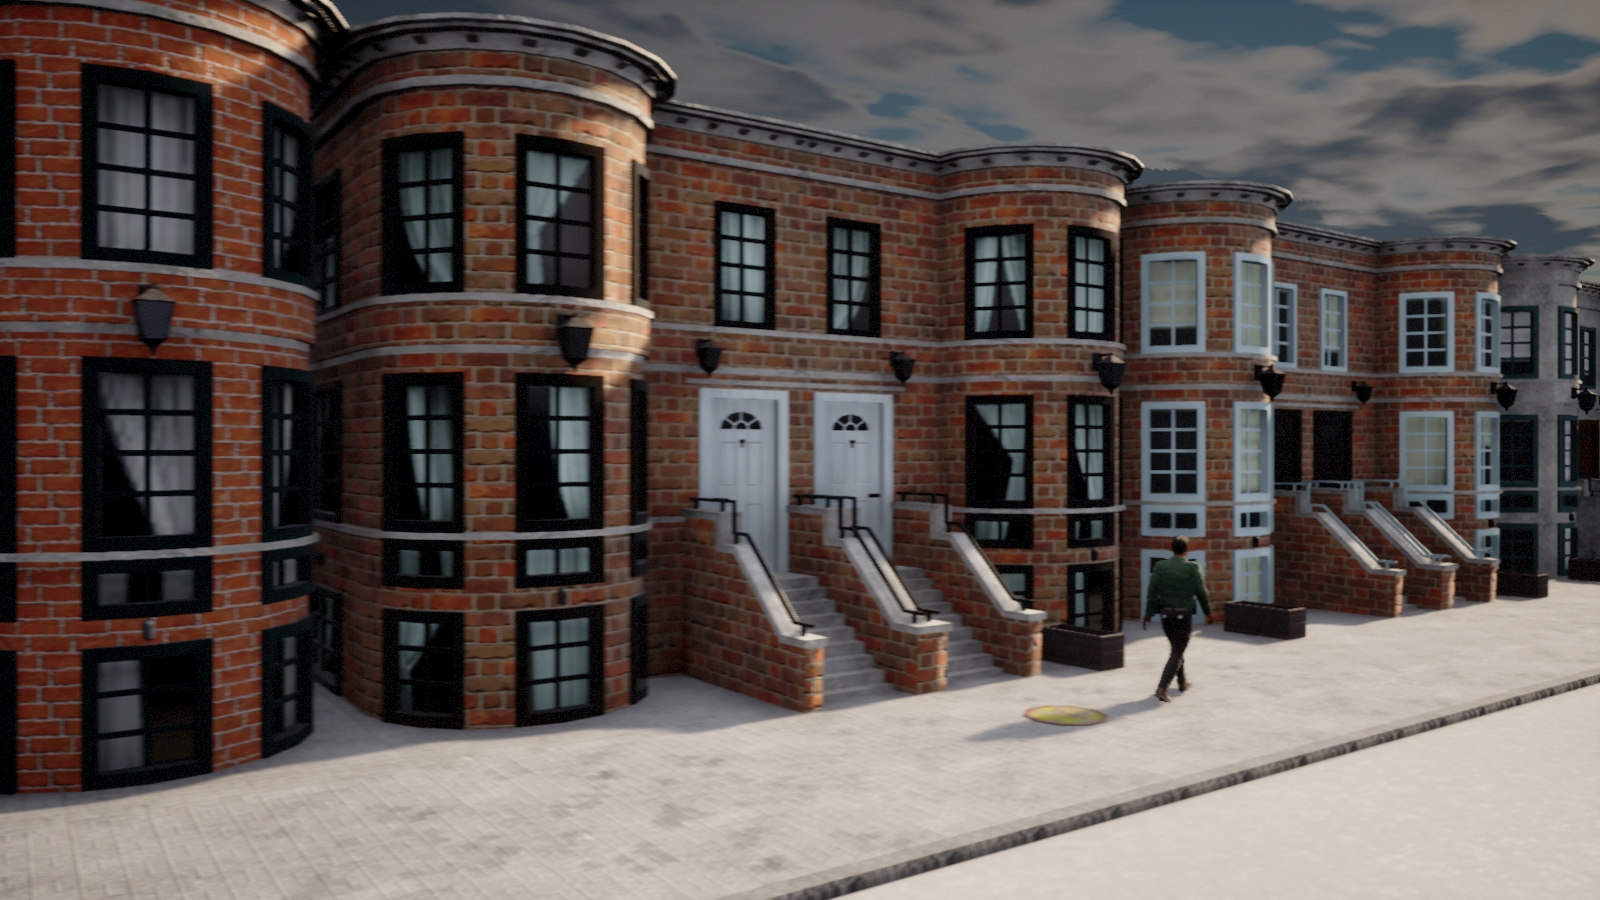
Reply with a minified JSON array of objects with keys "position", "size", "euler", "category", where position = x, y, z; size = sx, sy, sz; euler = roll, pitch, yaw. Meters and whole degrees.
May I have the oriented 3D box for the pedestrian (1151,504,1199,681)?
[{"position":[4.057,1.522,12.370],"size":[0.375,1.860,0.375],"euler":[0,0,41],"category":"pedestrian"}]
